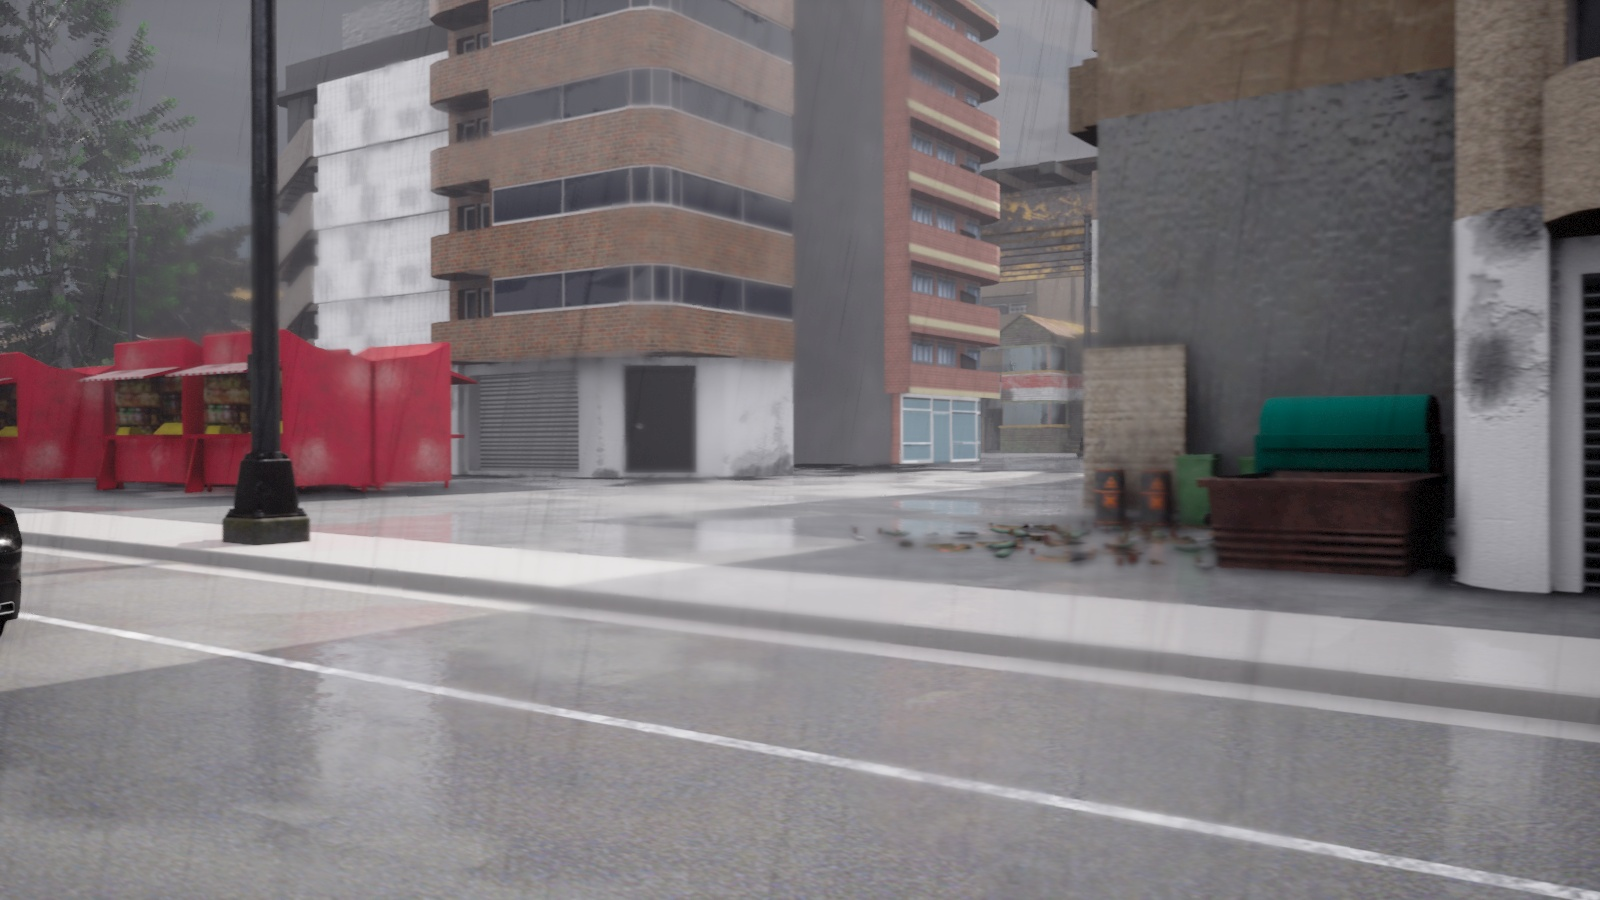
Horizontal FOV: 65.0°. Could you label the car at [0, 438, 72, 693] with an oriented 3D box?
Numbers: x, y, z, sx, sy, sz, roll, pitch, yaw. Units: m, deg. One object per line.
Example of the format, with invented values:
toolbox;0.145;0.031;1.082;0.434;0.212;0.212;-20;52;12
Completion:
car;-7.022;0.688;8.290;4.892;1.490;1.837;0;1;34
